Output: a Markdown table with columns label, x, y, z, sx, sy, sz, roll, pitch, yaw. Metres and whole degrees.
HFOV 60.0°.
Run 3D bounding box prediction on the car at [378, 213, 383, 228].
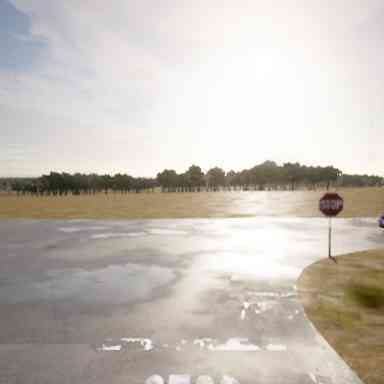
| label | x | y | z | sx | sy | sz | roll | pitch | yaw |
| --- | --- | --- | --- | --- | --- | --- | --- | --- | --- |
| car | 12.766 | 1.471 | 17.964 | 5.008 | 1.535 | 1.882 | 0 | 2 | -4 |
